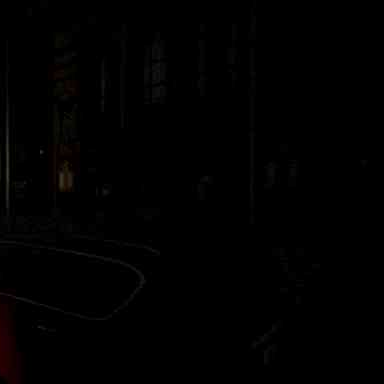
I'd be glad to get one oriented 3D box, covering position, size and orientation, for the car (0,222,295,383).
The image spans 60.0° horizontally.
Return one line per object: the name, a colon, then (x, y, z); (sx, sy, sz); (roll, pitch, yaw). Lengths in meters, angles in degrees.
car: (-1.357, 1.302, 3.926); (5.009, 1.841, 2.192); (0, 0, 35)
